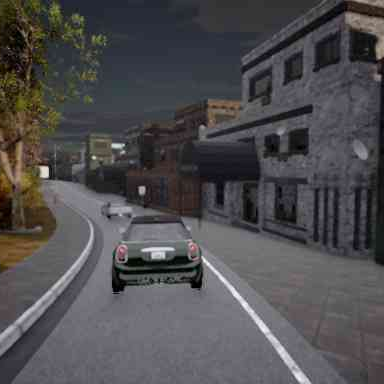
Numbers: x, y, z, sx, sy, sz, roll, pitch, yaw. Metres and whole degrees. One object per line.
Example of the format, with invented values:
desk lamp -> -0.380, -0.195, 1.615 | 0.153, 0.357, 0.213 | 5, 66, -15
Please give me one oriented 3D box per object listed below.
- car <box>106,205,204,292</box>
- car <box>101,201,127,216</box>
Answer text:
car -> -1.025, 1.419, 9.413 | 2.097, 1.767, 4.553 | -1, 0, -8
car -> -6.431, 1.416, 27.858 | 1.895, 1.301, 4.718 | -2, 2, -23
